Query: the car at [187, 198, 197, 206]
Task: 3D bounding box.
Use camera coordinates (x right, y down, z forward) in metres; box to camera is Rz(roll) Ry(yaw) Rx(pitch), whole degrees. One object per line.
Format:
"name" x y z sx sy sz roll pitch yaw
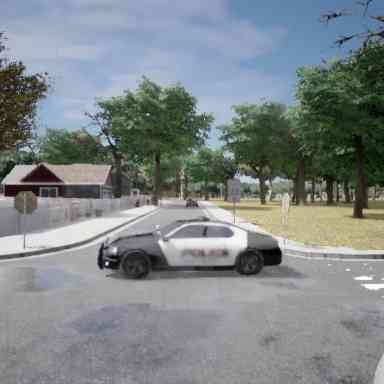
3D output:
"car" 0.011 1.822 62.953 1.895 1.301 4.718 0 0 0

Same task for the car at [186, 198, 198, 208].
"car" 0.006 1.695 52.918 1.812 1.442 4.674 0 0 0

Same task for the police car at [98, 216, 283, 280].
"police car" -0.064 1.508 9.594 4.974 1.542 2.038 1 0 -7
